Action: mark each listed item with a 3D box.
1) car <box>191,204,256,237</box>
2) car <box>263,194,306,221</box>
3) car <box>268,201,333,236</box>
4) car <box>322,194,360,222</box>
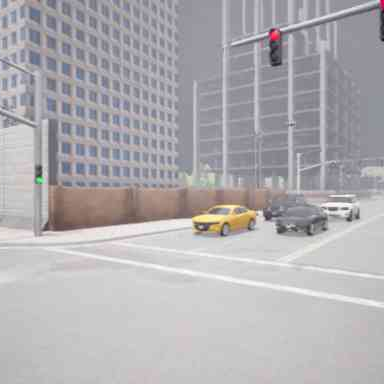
[{"bbox_3d":[1.885,1.488,18.672,1.882,1.535,5.008,0,0,35],"label":"car"},{"bbox_3d":[7.646,1.226,26.768,2.150,2.045,5.566,0,0,35],"label":"car"},{"bbox_3d":[6.274,1.515,18.804,1.837,1.490,4.892,0,0,35],"label":"car"},{"bbox_3d":[11.991,1.225,26.821,2.150,2.045,5.566,0,0,36],"label":"car"}]
